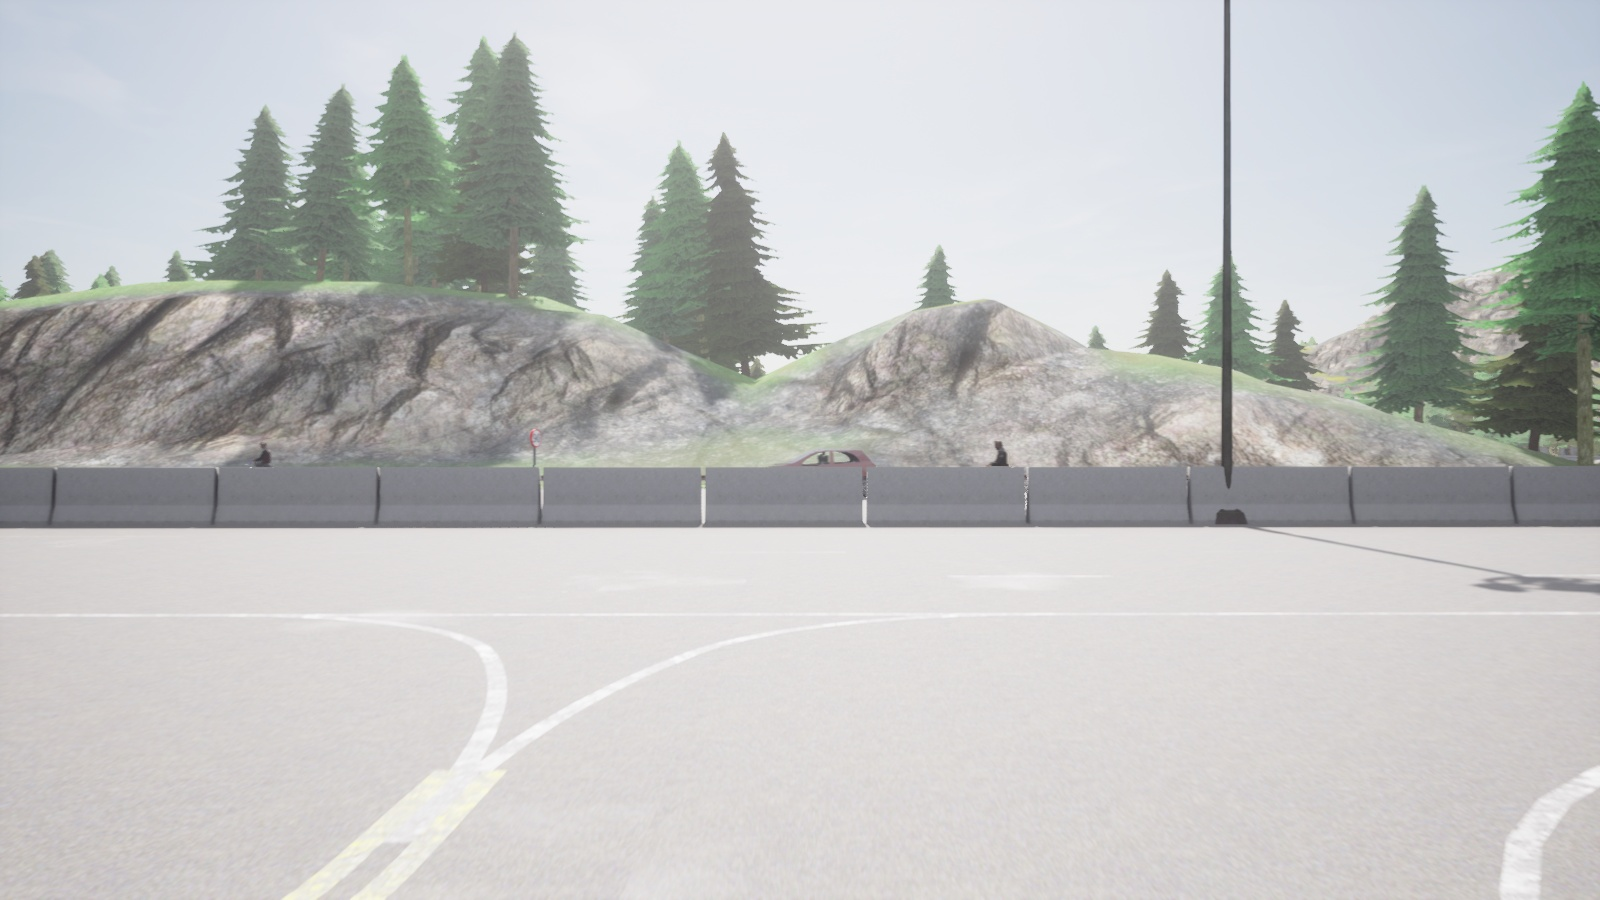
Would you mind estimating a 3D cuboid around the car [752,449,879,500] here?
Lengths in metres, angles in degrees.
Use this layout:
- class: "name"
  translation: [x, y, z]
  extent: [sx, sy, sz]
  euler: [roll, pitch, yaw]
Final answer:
- class: "car"
  translation: [0.445, 0.739, 38.770]
  extent: [3.633, 1.501, 1.845]
  euler: [0, 0, -11]

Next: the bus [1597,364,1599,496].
- class: "bus"
  translation: [30.905, -0.626, 38.649]
  extent: [10.273, 4.253, 3.944]
  euler: [0, 0, 0]
